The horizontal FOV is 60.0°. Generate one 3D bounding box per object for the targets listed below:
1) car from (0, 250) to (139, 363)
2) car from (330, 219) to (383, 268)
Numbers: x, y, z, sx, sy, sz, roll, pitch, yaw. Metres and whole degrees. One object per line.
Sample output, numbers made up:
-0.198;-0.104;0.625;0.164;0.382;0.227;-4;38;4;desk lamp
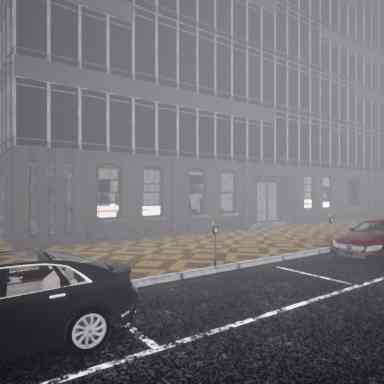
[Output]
-2.891;1.551;4.497;4.403;1.369;2.008;0;0;-36;car
6.367;1.582;11.121;4.206;1.307;1.802;0;0;-36;car
